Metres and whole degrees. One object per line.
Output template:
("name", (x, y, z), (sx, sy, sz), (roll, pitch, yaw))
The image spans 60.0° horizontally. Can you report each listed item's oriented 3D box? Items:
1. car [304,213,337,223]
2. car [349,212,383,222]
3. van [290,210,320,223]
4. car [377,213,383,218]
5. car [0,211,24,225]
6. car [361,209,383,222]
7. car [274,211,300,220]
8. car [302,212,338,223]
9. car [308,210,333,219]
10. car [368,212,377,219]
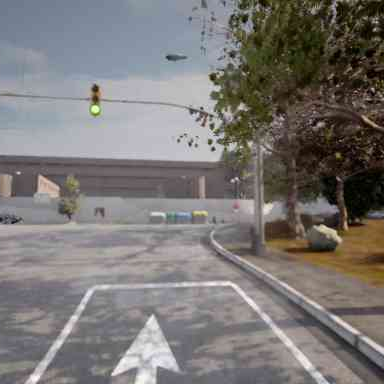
("car", (21.557, 4.413, 56.013), (2.163, 1.488, 4.792), (3, -8, -32))
("car", (30.332, 4.424, 57.838), (2.097, 1.535, 5.008), (3, -8, -32))
("van", (18.715, 4.131, 55.310), (1.878, 1.987, 4.442), (3, -8, -32))
("car", (30.605, 3.634, 49.762), (4.181, 1.385, 1.994), (0, -6, -11))
("car", (-18.391, 2.278, 30.407), (5.357, 1.411, 2.033), (2, -6, -12))
("car", (33.224, 4.195, 58.496), (2.435, 2.045, 5.566), (3, -8, -32))
("car", (15.837, 4.332, 54.614), (1.946, 1.575, 5.366), (3, -8, -32))
("car", (19.378, 3.849, 50.472), (4.892, 1.490, 1.837), (0, -6, -12))
("car", (19.352, 3.512, 47.424), (4.902, 1.511, 2.128), (0, -6, -12))
("car", (30.817, 3.920, 52.835), (4.674, 1.442, 1.812), (0, -6, -11))
